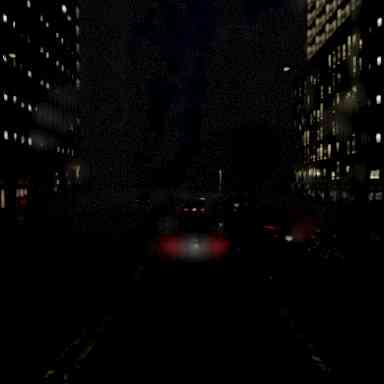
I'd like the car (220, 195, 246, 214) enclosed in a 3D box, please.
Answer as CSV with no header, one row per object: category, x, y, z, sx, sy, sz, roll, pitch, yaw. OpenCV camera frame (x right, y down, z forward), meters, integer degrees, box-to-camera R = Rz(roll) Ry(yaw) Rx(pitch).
car,3.503,1.059,27.982,2.097,1.767,4.553,0,1,1

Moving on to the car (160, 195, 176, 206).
car,-3.046,1.087,43.128,2.033,1.411,5.357,0,1,0

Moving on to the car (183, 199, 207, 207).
car,0.215,1.277,25.946,2.033,1.411,5.357,0,1,1

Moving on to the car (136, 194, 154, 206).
car,-6.267,1.029,44.607,1.837,1.490,4.892,0,0,0

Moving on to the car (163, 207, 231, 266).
car,0.107,1.434,10.976,2.033,1.411,5.357,0,1,1

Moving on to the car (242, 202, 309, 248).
car,3.406,1.382,13.840,1.812,1.442,4.674,0,1,1
